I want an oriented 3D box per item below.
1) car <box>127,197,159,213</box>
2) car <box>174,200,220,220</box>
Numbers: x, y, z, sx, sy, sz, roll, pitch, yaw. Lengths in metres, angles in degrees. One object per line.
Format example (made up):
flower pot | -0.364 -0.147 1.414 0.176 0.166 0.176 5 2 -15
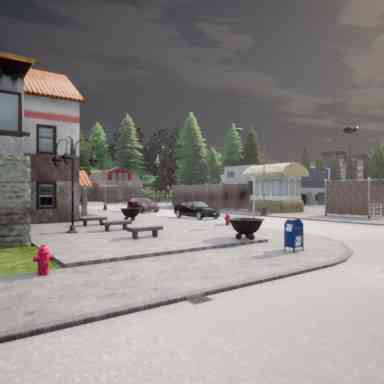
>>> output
car | -5.407 1.351 36.597 2.097 1.767 4.553 0 0 -35
car | 0.348 1.477 28.480 1.882 1.535 5.008 0 0 -35
